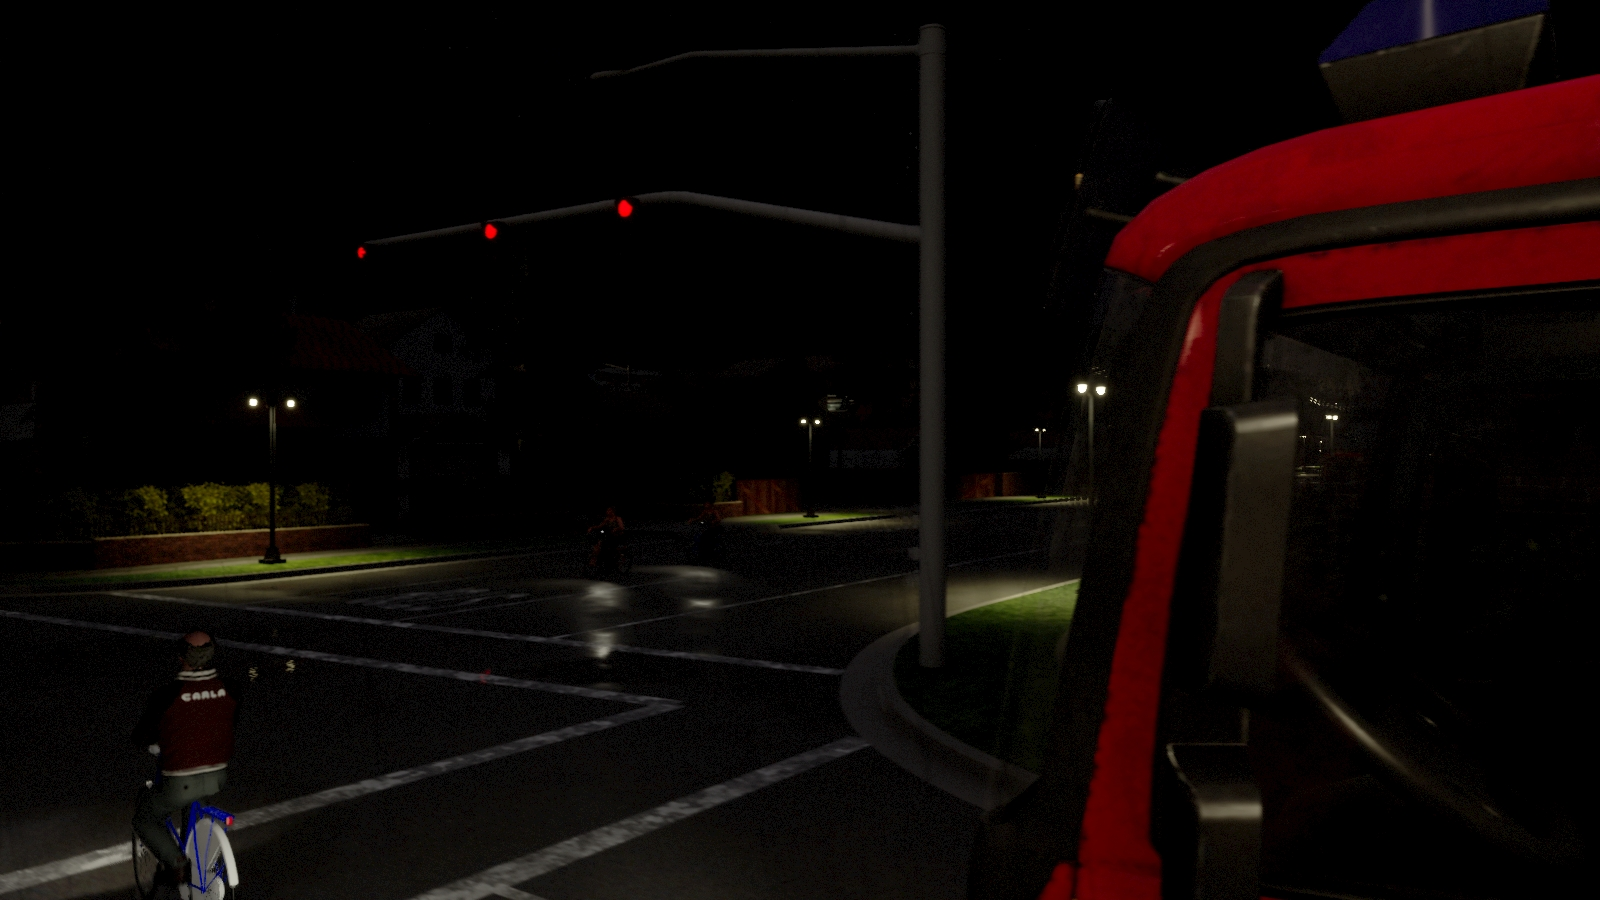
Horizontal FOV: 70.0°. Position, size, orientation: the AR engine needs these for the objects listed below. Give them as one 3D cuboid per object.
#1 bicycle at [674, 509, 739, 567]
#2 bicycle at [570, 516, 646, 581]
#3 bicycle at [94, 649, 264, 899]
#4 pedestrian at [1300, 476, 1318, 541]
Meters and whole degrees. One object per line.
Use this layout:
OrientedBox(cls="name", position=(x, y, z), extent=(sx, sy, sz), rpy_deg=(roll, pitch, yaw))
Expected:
OrientedBox(cls="bicycle", position=(-2.309, 2.149, 28.237), extent=(0.859, 1.301, 1.487), rpy_deg=(0, 0, 34))
OrientedBox(cls="bicycle", position=(-4.244, 2.149, 25.265), extent=(0.859, 1.301, 1.487), rpy_deg=(0, 0, 35))
OrientedBox(cls="bicycle", position=(-3.691, 2.050, 6.723), extent=(1.835, 1.496, 0.329), rpy_deg=(0, -1, 44))
OrientedBox(cls="pedestrian", position=(14.794, 1.703, 33.182), extent=(0.375, 1.860, 0.375), rpy_deg=(0, 0, 43))
